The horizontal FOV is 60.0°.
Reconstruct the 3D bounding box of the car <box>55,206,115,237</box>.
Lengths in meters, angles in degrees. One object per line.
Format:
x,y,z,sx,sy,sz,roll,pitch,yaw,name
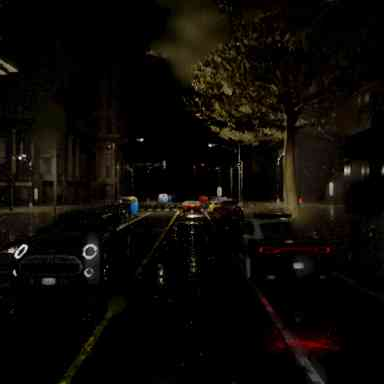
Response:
-5.794,1.543,18.608,1.887,1.381,4.507,0,0,0,car

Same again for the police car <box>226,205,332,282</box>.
2.351,1.423,9.935,1.930,1.638,5.238,0,0,0,police car

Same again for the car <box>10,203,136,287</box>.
-3.115,1.350,9.470,2.097,1.767,4.553,0,0,0,car

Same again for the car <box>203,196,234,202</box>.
4.591,1.425,45.395,4.902,1.511,2.128,-2,1,-18,car

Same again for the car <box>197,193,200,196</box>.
2.652,1.578,78.464,1.887,1.381,4.507,0,0,0,car

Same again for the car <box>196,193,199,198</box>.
2.643,1.585,83.989,1.887,1.381,4.507,0,0,0,car

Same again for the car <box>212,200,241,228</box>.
2.722,1.543,24.265,1.887,1.381,4.507,0,0,0,car

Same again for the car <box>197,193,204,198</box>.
2.662,1.572,72.938,1.887,1.381,4.507,0,0,0,car

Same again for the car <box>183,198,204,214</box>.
0.003,1.603,34.972,1.895,1.301,4.718,0,0,0,car

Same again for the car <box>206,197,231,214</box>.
2.712,1.527,35.015,1.752,1.417,4.829,0,0,0,car

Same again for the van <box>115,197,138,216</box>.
-5.811,1.341,29.434,1.690,1.788,3.998,0,0,0,van

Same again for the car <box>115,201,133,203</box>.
-5.802,1.565,24.021,1.947,1.339,4.313,0,0,0,car

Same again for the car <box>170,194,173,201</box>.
-5.893,1.573,72.943,1.887,1.381,4.507,0,0,0,car

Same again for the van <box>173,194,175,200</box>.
-5.909,1.381,83.993,1.690,1.788,3.998,0,0,0,van

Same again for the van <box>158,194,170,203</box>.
-5.885,1.364,67.418,1.690,1.788,3.998,0,0,0,van

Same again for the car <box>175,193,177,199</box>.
-5.924,1.636,95.043,1.802,1.307,4.206,0,0,0,car
